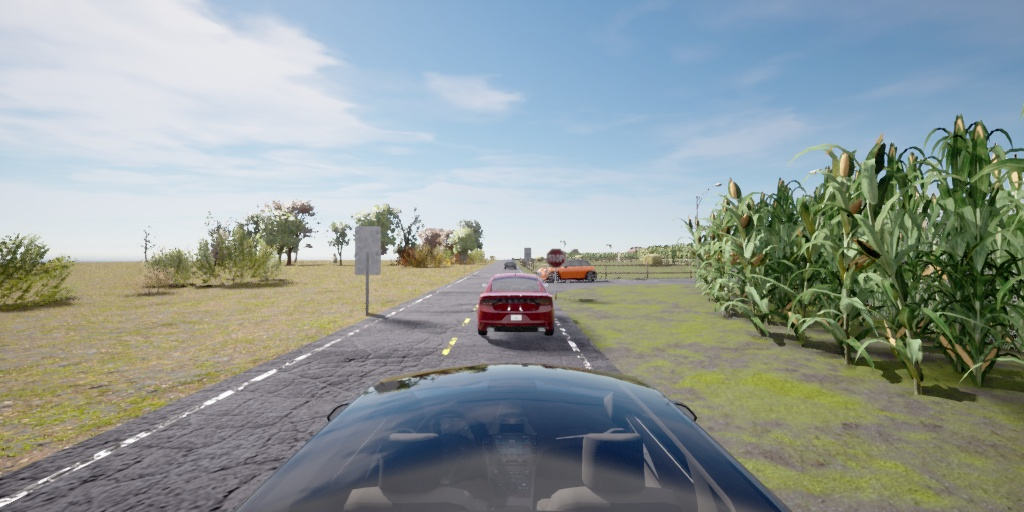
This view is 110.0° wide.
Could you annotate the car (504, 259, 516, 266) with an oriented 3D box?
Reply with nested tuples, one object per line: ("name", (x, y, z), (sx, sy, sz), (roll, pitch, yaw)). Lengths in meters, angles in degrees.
("car", (-0.295, 1.297, 58.561), (2.128, 1.511, 4.902), (0, 0, -1))

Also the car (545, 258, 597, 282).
("car", (3.929, 1.063, 26.668), (4.553, 1.767, 2.097), (0, -1, -20))

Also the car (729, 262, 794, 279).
("car", (19.412, 1.132, 28.301), (5.357, 1.411, 2.033), (-1, -1, -1))

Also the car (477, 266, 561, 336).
("car", (0.094, 1.231, 10.498), (1.882, 1.535, 5.008), (0, 0, 0))
